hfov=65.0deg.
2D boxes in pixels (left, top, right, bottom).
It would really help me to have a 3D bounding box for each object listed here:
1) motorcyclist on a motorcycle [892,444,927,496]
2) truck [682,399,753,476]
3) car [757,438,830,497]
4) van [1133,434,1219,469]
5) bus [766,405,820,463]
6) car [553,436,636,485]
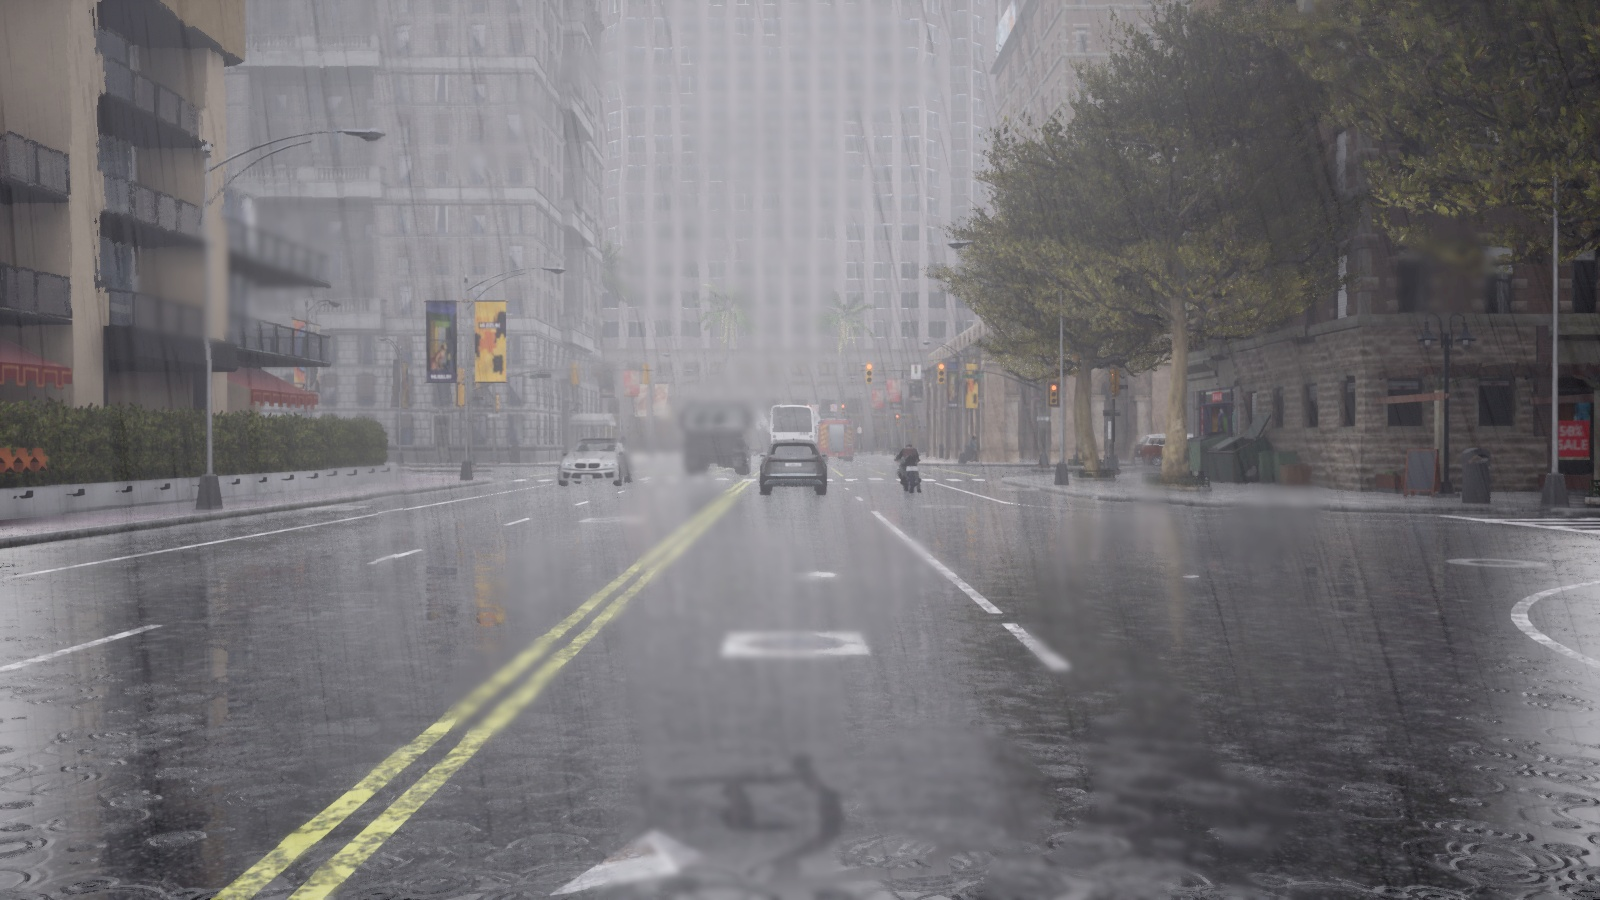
[{"bbox_3d":[3.298,0.569,38.045,0.866,1.530,2.191,0,0,0],"label":"motorcyclist on a motorcycle"},{"bbox_3d":[-3.835,-0.578,60.149,2.891,3.462,7.936,0,0,0],"label":"truck"},{"bbox_3d":[-0.196,0.465,37.376,2.033,1.649,4.856,0,0,0],"label":"car"},{"bbox_3d":[22.090,0.071,73.871,4.480,2.038,2.069,0,0,1],"label":"van"},{"bbox_3d":[-0.563,-1.176,96.592,3.944,4.253,10.273,0,0,0],"label":"bus"},{"bbox_3d":[-7.242,0.332,44.761,2.242,1.667,4.611,0,0,0],"label":"car"}]
